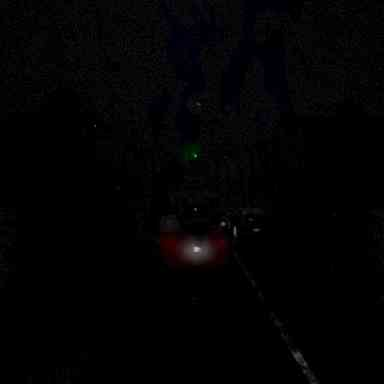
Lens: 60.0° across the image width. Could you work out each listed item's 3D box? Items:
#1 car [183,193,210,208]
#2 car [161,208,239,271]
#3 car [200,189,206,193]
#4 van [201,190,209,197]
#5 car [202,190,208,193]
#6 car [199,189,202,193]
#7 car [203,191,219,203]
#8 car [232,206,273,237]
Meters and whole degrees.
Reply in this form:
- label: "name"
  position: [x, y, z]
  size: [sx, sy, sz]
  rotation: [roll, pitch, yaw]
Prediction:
- label: "car"
  position: [0.298, 1.130, 28.191]
  size: [1.882, 1.535, 5.008]
  rotation: [0, 1, 1]
- label: "car"
  position: [0.150, 1.430, 10.491]
  size: [1.994, 1.385, 4.181]
  rotation: [0, 1, 1]
- label: "car"
  position: [3.160, 0.684, 70.825]
  size: [1.887, 1.381, 4.507]
  rotation: [-1, 1, 0]
- label: "van"
  position: [3.240, 0.349, 81.886]
  size: [1.690, 1.788, 3.998]
  rotation: [-1, 1, 0]
- label: "car"
  position: [3.078, 0.852, 59.761]
  size: [1.802, 1.307, 4.206]
  rotation: [-1, 1, 0]
- label: "car"
  position: [3.200, 0.513, 76.355]
  size: [1.967, 1.590, 4.097]
  rotation: [-1, 1, 0]
- label: "car"
  position: [2.993, 0.947, 48.697]
  size: [1.887, 1.381, 4.507]
  rotation: [-1, 1, 0]
- label: "car"
  position: [2.748, 1.344, 16.255]
  size: [2.008, 1.369, 4.403]
  rotation: [-1, 1, 0]
